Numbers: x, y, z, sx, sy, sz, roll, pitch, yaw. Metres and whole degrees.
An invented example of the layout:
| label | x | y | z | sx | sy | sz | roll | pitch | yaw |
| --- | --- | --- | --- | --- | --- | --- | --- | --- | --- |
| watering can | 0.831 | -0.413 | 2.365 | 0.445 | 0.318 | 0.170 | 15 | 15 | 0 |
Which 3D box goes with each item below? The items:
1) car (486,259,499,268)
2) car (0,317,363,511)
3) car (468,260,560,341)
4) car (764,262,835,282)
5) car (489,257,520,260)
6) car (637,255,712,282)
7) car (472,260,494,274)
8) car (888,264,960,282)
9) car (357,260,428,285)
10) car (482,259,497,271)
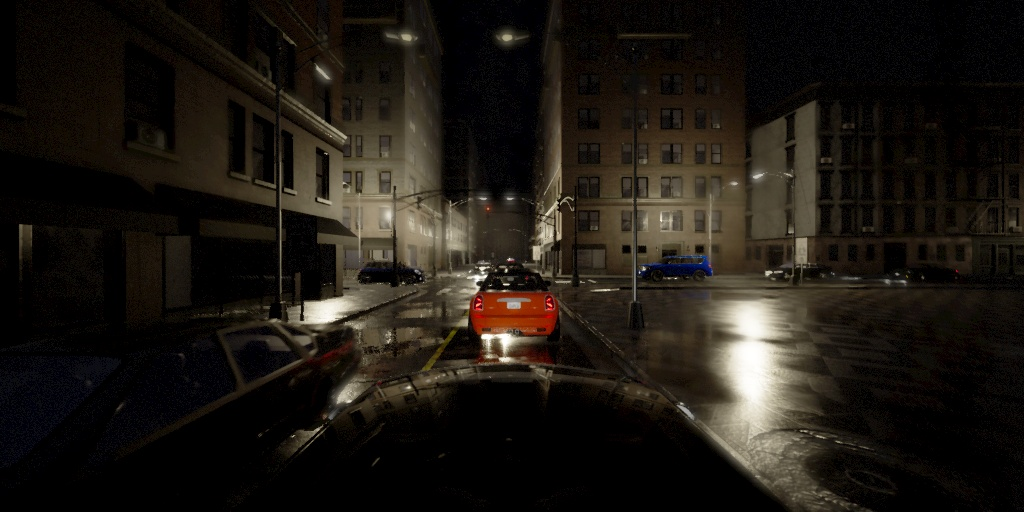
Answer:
| label | x | y | z | sx | sy | sz | roll | pitch | yaw |
| --- | --- | --- | --- | --- | --- | --- | --- | --- | --- |
| car | -3.281 | 1.294 | 61.813 | 2.033 | 1.411 | 5.357 | 0 | 0 | 0 |
| car | -3.082 | 1.297 | 2.880 | 2.033 | 1.411 | 5.357 | 0 | 0 | 0 |
| car | 0.046 | 1.102 | 9.980 | 2.097 | 1.767 | 4.553 | 0 | 0 | 0 |
| car | 22.979 | 1.247 | 28.767 | 4.902 | 1.511 | 2.128 | 0 | 0 | -1 |
| car | -0.185 | 1.101 | 18.901 | 2.097 | 1.767 | 4.553 | 0 | 0 | -3 |
| car | 12.957 | 0.975 | 28.663 | 5.566 | 2.045 | 2.150 | 0 | 0 | -1 |
| car | -3.229 | 1.239 | 41.295 | 2.128 | 1.511 | 4.902 | 0 | 0 | 0 |
| car | 33.034 | 1.320 | 28.851 | 4.181 | 1.385 | 1.994 | 0 | 0 | 0 |
| car | -8.316 | 1.101 | 25.241 | 4.553 | 1.767 | 2.097 | 0 | 0 | -1 |
| car | -3.247 | 1.252 | 51.542 | 1.837 | 1.490 | 4.892 | 0 | 0 | 0 |
